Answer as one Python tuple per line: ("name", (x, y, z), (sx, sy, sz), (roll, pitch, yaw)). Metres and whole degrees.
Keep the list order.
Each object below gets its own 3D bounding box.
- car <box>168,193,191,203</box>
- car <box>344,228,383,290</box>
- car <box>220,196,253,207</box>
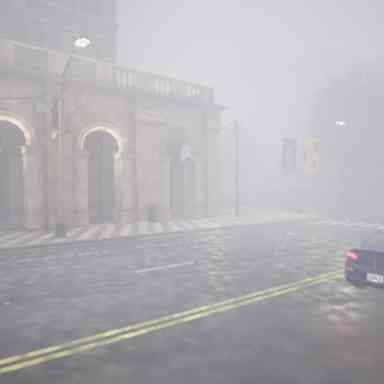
("car", (-2.370, 1.073, 62.864), (2.097, 1.767, 4.553), (-1, 0, -35))
("car", (5.363, 1.455, 7.690), (4.674, 1.442, 1.812), (-1, 0, -36))
("car", (5.377, 1.296, 46.032), (2.033, 1.411, 5.357), (-1, 0, -36))
